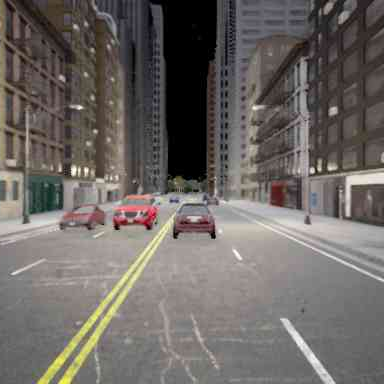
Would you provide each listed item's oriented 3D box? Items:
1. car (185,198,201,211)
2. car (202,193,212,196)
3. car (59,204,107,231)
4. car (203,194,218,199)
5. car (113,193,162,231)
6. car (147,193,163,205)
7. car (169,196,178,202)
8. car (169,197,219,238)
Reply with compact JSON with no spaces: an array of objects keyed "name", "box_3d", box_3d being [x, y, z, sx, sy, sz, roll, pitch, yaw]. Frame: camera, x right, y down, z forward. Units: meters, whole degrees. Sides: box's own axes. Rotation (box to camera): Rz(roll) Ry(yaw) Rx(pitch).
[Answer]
[{"name":"car","box_3d":[0.123,1.516,41.632,1.812,1.442,4.674,0,0,0]},{"name":"car","box_3d":[3.289,1.205,69.947,2.150,2.045,5.566,0,0,0]},{"name":"car","box_3d":[-6.584,1.507,20.593,1.812,1.442,4.674,0,0,0]},{"name":"car","box_3d":[3.380,1.484,54.710,2.128,1.511,4.902,0,0,0]},{"name":"car","box_3d":[-3.335,1.214,20.738,2.150,2.045,5.566,0,0,0]},{"name":"car","box_3d":[-6.494,1.214,58.613,2.150,2.045,5.566,0,0,1]},{"name":"car","box_3d":[-3.233,1.453,61.418,1.882,1.535,5.008,0,0,0]},{"name":"car","box_3d":[0.110,1.353,17.903,2.097,1.767,4.553,0,0,0]}]
